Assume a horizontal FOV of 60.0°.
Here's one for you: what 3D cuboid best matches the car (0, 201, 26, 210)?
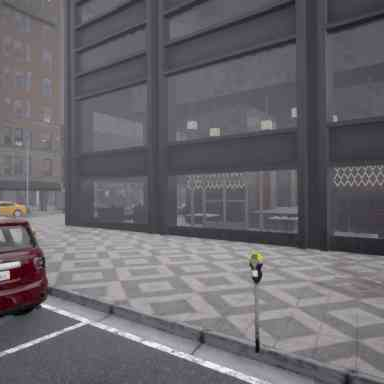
[{"bbox_3d":[-18.234,1.641,31.175,1.882,1.535,5.008,-1,-1,36],"label":"car"}]

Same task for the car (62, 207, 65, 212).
[{"bbox_3d":[-12.461,1.794,39.157,2.033,1.411,5.357,-1,-1,35],"label":"car"}]

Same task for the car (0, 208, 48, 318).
[{"bbox_3d":[-4.743,1.317,6.248,5.009,1.841,2.192,0,-1,36],"label":"car"}]
